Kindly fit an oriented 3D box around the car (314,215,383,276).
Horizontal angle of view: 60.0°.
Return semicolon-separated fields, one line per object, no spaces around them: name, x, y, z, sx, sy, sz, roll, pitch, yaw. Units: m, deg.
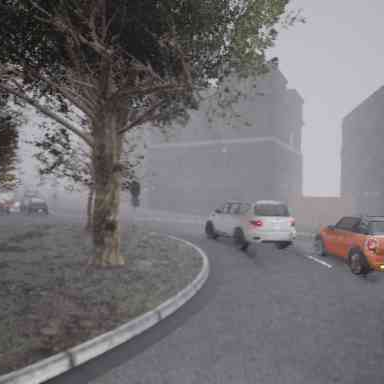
car;5.781;1.547;11.119;2.097;1.767;4.553;1;0;2

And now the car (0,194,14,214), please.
car;-18.573;1.299;31.939;1.812;1.442;4.674;1;2;-32

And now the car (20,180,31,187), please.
car;-37.915;-2.013;75.801;1.895;1.301;4.718;1;3;-32

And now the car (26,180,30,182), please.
car;-32.070;-1.128;65.584;2.128;1.511;4.902;1;3;-29

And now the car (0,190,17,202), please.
car;-23.038;0.394;40.778;2.150;2.045;5.566;1;4;-24

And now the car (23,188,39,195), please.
car;-20.203;0.744;41.775;2.128;1.511;4.902;1;4;-24

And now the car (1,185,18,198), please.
car;-27.616;-0.100;50.465;2.128;1.511;4.902;1;4;-26

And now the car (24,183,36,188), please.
car;-24.754;-0.026;51.437;1.882;1.535;5.008;1;4;-26

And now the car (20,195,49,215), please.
car;-15.446;1.368;32.527;1.837;1.490;4.892;1;1;-38

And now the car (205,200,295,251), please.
car;2.441;1.384;15.236;2.150;2.045;5.566;2;-1;-17
